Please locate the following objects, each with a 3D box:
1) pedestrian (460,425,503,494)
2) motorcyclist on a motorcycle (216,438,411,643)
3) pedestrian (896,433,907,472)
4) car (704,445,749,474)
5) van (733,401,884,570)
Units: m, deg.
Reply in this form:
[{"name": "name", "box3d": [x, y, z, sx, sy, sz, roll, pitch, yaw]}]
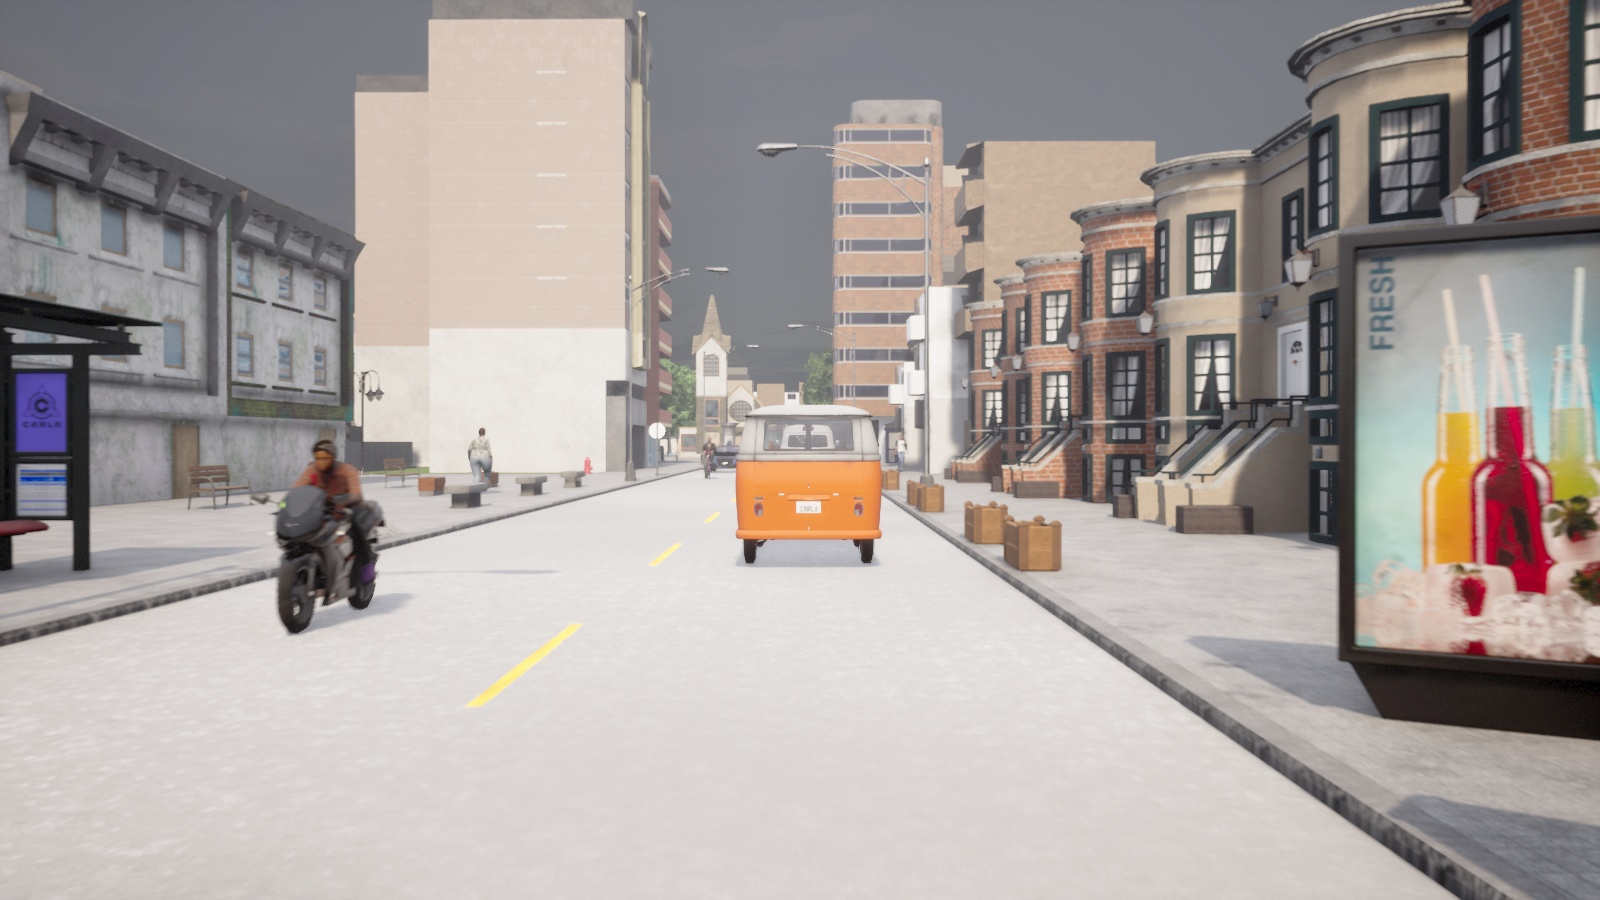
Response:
[{"name": "pedestrian", "box3d": [-8.659, 0.257, 34.169, 0.874, 1.855, 0.900, 0, 0, 4]}, {"name": "motorcyclist on a motorcycle", "box3d": [-3.926, 0.667, 10.334, 0.797, 1.523, 2.044, 0, 0, 0]}, {"name": "pedestrian", "box3d": [4.809, 0.125, 59.441, 0.354, 1.836, 0.706, 0, 0, -9]}, {"name": "car", "box3d": [-3.666, 0.451, 63.195, 1.994, 1.385, 4.181, 0, 0, 0]}, {"name": "van", "box3d": [0.113, 0.404, 16.960, 1.775, 1.987, 4.442, 0, 0, 0]}]
